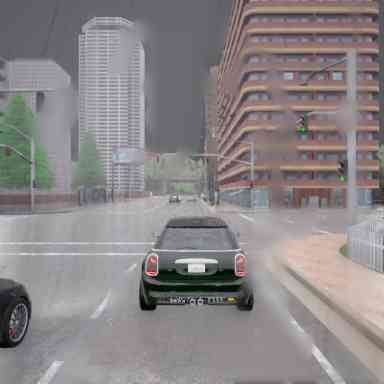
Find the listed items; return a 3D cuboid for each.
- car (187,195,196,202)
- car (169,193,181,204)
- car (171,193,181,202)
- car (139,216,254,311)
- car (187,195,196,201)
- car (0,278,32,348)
[{"bbox_3d":[-0.144,1.518,76.344,1.812,1.442,4.674,0,0,0],"label":"car"},{"bbox_3d":[-3.525,1.491,66.085,2.128,1.511,4.902,0,0,0],"label":"car"},{"bbox_3d":[-3.643,1.219,76.086,2.150,2.045,5.566,0,0,0],"label":"car"},{"bbox_3d":[0.098,1.352,7.936,2.097,1.767,4.553,0,0,1],"label":"car"},{"bbox_3d":[-0.161,1.506,85.343,2.128,1.511,4.902,0,0,0],"label":"car"},{"bbox_3d":[-3.431,1.526,3.317,1.812,1.442,4.674,0,0,0],"label":"car"}]
